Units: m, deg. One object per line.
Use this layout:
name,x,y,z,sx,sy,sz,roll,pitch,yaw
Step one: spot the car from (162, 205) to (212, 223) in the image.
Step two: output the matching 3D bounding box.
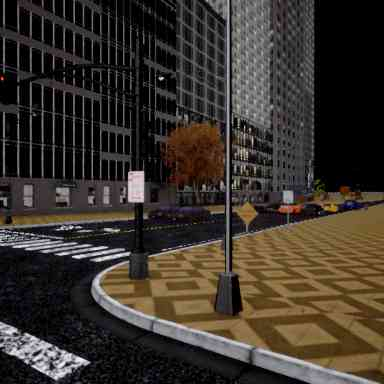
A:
car,-0.123,2.032,31.055,2.033,1.411,5.357,0,-1,33

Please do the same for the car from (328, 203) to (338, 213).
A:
car,21.875,2.510,52.986,1.882,1.535,5.008,0,-1,33

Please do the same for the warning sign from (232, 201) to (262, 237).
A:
warning sign,3.095,1.454,18.576,1.300,1.860,1.060,1,1,33

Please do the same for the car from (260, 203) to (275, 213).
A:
car,12.517,2.406,50.515,1.837,1.490,4.892,0,-2,33

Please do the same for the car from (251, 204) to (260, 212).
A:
car,10.323,2.513,53.088,1.895,1.301,4.718,0,-1,33

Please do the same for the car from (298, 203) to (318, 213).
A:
car,19.143,2.576,54.746,2.033,1.411,5.357,0,-1,33

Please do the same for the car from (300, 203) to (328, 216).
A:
car,16.275,2.353,44.221,1.837,1.490,4.892,0,-1,33

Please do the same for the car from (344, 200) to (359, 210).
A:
car,31.476,2.536,65.773,2.150,2.045,5.566,0,-1,33

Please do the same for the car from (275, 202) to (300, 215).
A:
car,13.738,2.203,46.277,2.097,1.767,4.553,0,-1,33

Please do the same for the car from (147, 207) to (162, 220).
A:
car,-2.216,2.049,33.806,2.033,1.411,5.357,0,-1,33
